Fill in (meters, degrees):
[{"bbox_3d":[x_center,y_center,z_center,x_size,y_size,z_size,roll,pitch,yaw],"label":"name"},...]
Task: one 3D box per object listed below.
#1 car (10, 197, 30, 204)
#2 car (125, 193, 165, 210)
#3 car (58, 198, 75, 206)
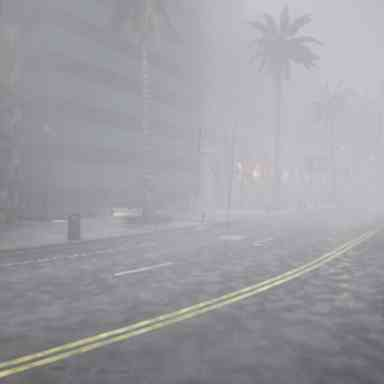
[{"bbox_3d":[-29.828,1.624,59.453,2.161,1.482,4.786,0,0,38],"label":"car"},{"bbox_3d":[-5.766,1.093,41.370,2.435,2.045,5.566,0,0,38],"label":"car"},{"bbox_3d":[-20.906,1.619,52.028,1.895,1.301,4.718,0,0,38],"label":"car"}]
